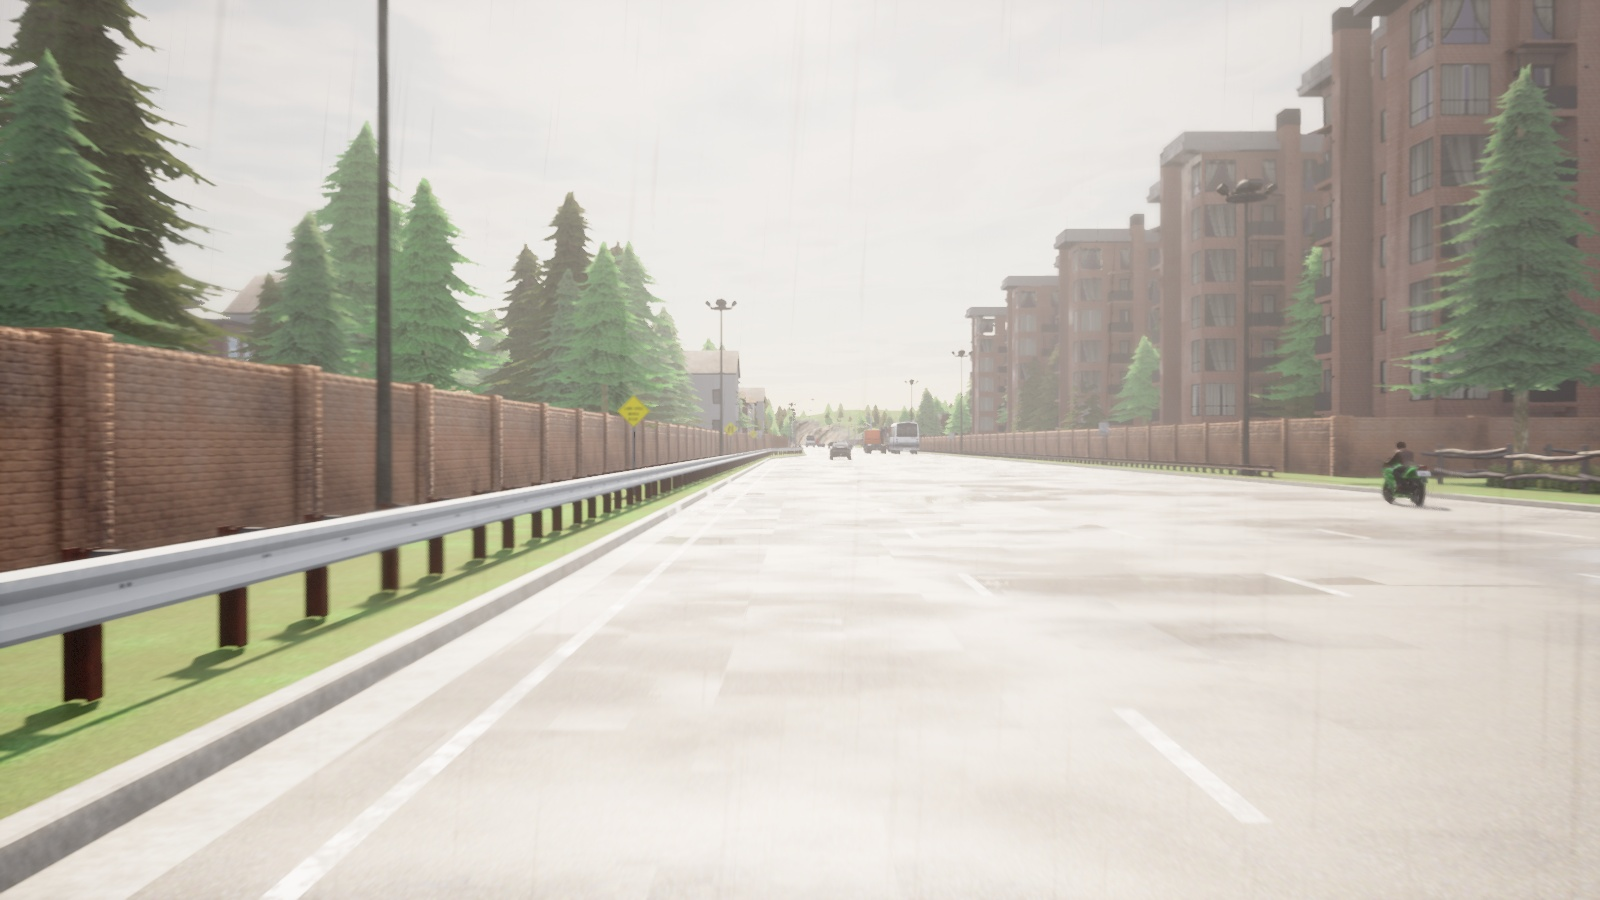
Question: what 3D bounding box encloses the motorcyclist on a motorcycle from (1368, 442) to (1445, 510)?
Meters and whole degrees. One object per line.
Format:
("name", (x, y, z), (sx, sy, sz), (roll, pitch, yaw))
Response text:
("motorcyclist on a motorcycle", (14.087, 0.575, 29.238), (0.797, 1.523, 2.044), (0, 0, 0))
